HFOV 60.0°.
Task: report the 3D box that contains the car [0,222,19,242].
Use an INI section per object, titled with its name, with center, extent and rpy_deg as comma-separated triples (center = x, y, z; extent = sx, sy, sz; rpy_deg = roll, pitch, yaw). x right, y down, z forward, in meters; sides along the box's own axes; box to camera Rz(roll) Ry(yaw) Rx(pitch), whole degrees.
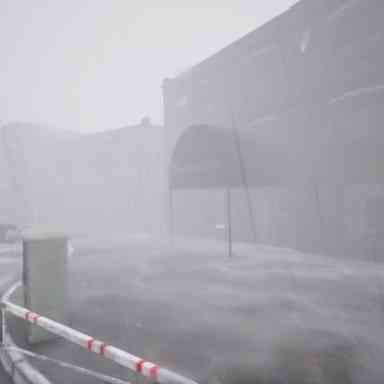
[car]
center = -10.492, 1.791, 15.759
extent = 2.231, 1.521, 4.892
rpy_deg = -1, -1, 15
